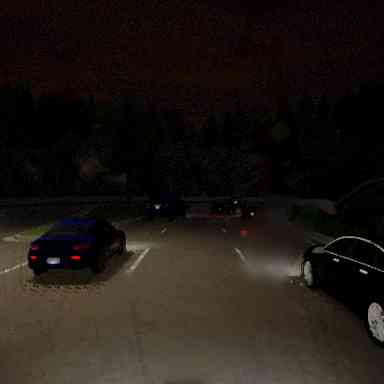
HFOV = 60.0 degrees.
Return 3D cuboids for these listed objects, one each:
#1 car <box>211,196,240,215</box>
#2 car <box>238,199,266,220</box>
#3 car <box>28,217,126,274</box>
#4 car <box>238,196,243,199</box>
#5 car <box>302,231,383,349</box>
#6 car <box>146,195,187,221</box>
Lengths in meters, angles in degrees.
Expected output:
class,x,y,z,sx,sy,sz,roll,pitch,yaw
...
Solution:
class,x,y,z,sx,sy,sz,roll,pitch,yaw
car,3.305,1.477,33.957,1.882,1.535,5.008,0,0,16
car,5.276,1.525,28.143,1.812,1.442,4.674,0,0,14
car,-3.382,1.526,10.478,1.812,1.442,4.674,0,0,1
car,5.978,1.352,44.085,2.097,1.767,4.553,0,0,12
car,3.601,1.504,6.240,1.837,1.490,4.892,0,0,0
car,-2.004,1.223,27.529,2.150,2.045,5.566,0,0,13
